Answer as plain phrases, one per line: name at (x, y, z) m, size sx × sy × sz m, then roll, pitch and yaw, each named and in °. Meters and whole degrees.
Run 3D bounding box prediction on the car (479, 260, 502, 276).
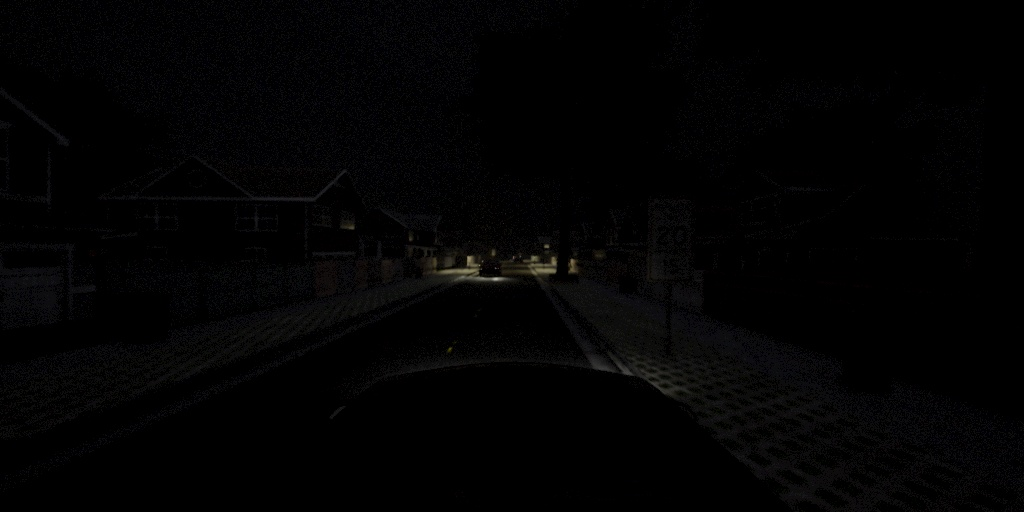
car at (-2.029, 1.090, 34.699) m, size 1.882 × 1.535 × 5.008 m, roll 1°, pitch 0°, yaw 1°
